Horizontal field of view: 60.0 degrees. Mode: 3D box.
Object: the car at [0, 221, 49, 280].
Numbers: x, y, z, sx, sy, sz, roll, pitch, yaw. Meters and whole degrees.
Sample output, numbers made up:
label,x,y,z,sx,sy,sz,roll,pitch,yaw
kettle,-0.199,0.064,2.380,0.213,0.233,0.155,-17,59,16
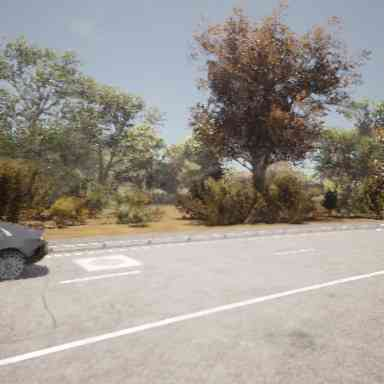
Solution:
label,x,y,z,sx,sy,sz,roll,pitch,yaw
car,-6.129,1.411,8.090,4.902,1.511,2.128,0,0,-35
